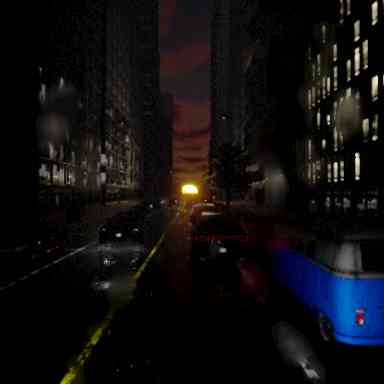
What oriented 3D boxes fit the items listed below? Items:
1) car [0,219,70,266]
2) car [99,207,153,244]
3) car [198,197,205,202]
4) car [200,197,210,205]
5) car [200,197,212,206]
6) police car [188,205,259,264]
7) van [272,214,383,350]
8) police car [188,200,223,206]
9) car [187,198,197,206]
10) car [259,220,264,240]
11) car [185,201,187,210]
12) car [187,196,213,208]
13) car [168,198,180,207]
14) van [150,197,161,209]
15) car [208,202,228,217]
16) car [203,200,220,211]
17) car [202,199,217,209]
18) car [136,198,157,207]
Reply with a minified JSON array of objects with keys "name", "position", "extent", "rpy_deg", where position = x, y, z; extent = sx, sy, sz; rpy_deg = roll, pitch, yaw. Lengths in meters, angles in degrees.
[{"name":"car","position":[-5.701,1.651,11.791],"extent":[1.802,1.307,4.206],"rpy_deg":[0,0,0]},{"name":"car","position":[-3.115,1.658,16.182],"extent":[1.994,1.385,4.181],"rpy_deg":[0,0,0]},{"name":"car","position":[2.597,1.993,91.491],"extent":[1.887,1.381,4.507],"rpy_deg":[0,0,0]},{"name":"car","position":[2.620,1.800,68.721],"extent":[1.967,1.590,4.097],"rpy_deg":[0,0,0]},{"name":"car","position":[2.627,1.776,63.029],"extent":[1.967,1.590,4.097],"rpy_deg":[0,0,0]},{"name":"police car","position":[0.889,1.497,12.233],"extent":[1.930,1.638,5.238],"rpy_deg":[0,0,0]},{"name":"van","position":[2.685,1.377,6.106],"extent":[1.690,1.788,3.998],"rpy_deg":[0,0,0]},{"name":"police car","position":[0.878,1.554,22.232],"extent":[1.930,1.638,5.238],"rpy_deg":[0,0,0]},{"name":"car","position":[-0.065,1.843,63.695],"extent":[1.837,1.490,4.892],"rpy_deg":[0,0,0]},{"name":"car","position":[2.674,1.684,17.489],"extent":[1.802,1.307,4.206],"rpy_deg":[0,0,0]},{"name":"car","position":[-0.047,1.800,48.916],"extent":[1.812,1.442,4.674],"rpy_deg":[0,0,0]},{"name":"car","position":[0.872,1.388,28.153],"extent":[2.150,2.045,5.566],"rpy_deg":[0,0,0]},{"name":"car","position":[-3.116,1.816,57.303],"extent":[1.837,1.490,4.892],"rpy_deg":[0,0,0]},{"name":"van","position":[-5.742,1.628,51.640],"extent":[1.690,1.788,3.998],"rpy_deg":[0,0,0]},{"name":"car","position":[2.656,1.782,34.566],"extent":[1.802,1.307,4.206],"rpy_deg":[0,0,0]},{"name":"car","position":[2.644,1.811,45.951],"extent":[2.008,1.369,4.403],"rpy_deg":[0,0,0]},{"name":"car","position":[2.638,1.838,51.643],"extent":[2.008,1.369,4.403],"rpy_deg":[0,0,0]},{"name":"car","position":[-5.731,1.781,40.253],"extent":[2.008,1.369,4.403],"rpy_deg":[0,0,0]}]
